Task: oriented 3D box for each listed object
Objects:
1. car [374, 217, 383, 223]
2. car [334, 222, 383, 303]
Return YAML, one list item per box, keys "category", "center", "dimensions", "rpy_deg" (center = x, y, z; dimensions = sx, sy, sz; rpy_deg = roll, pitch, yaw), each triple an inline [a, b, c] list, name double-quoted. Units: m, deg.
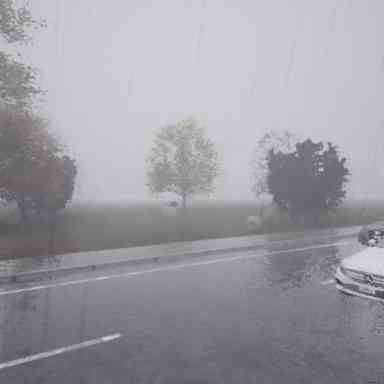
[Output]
- category: "car"
  center: [8.810, 1.554, 13.747]
  dimensions: [4.181, 1.385, 1.994]
  rpy_deg: [0, 0, -31]
- category: "car"
  center: [5.177, 1.521, 7.374]
  dimensions: [4.674, 1.442, 1.812]
  rpy_deg: [0, 0, -33]
